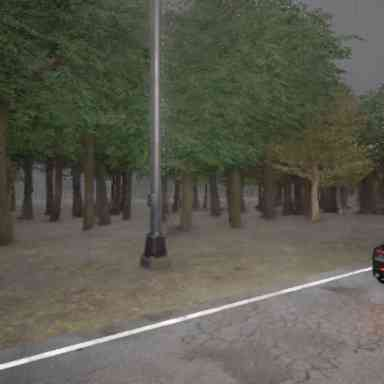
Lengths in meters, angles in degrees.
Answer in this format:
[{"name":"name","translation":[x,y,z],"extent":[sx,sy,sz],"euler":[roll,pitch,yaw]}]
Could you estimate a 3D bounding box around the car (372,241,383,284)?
[{"name":"car","translation":[6.352,1.502,8.277],"extent":[4.892,1.490,1.837],"euler":[0,0,-36]}]
